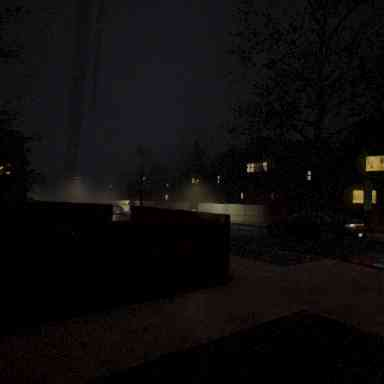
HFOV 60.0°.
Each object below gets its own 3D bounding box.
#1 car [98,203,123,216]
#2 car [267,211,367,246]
[{"bbox_3d":[-9.470,2.012,38.518,1.812,1.442,4.674,2,-2,-35],"label":"car"},{"bbox_3d":[5.918,1.675,16.392,2.128,1.511,4.902,2,-2,-35],"label":"car"}]
